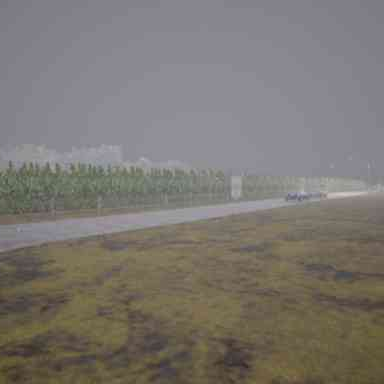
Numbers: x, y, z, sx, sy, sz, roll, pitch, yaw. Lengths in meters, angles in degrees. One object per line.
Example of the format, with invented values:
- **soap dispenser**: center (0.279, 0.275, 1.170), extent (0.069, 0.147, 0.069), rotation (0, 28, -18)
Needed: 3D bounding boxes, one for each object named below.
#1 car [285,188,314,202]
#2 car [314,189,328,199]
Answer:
- **car**: center (14.190, 0.341, 44.493), extent (2.097, 1.767, 4.553), rotation (2, 2, 36)
- **car**: center (20.070, 0.250, 52.743), extent (2.128, 1.511, 4.902), rotation (2, 2, 36)
